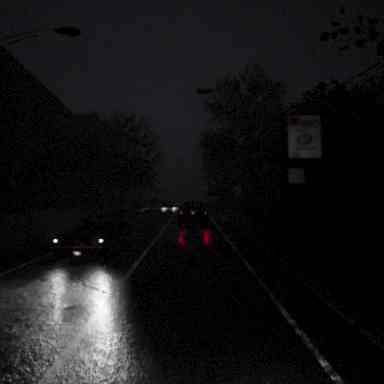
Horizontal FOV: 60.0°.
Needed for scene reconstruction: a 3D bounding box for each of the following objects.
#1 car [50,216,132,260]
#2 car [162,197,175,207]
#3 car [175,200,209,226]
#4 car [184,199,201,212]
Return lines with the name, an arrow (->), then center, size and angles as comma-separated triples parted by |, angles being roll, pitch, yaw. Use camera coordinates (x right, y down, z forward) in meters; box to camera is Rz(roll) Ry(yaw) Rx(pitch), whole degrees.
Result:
car -> -3.614, 1.639, 12.698 | 1.895, 1.301, 4.718 | 0, 0, 0
car -> -3.635, 1.632, 53.049 | 1.882, 1.535, 5.008 | 0, 0, 0
car -> 0.071, 1.420, 24.169 | 2.097, 1.767, 4.553 | 0, 0, 0
car -> 0.050, 1.671, 42.769 | 2.033, 1.411, 5.357 | 0, 0, 0
